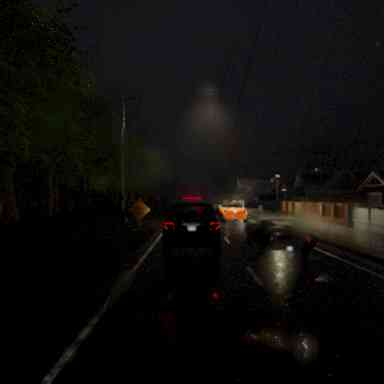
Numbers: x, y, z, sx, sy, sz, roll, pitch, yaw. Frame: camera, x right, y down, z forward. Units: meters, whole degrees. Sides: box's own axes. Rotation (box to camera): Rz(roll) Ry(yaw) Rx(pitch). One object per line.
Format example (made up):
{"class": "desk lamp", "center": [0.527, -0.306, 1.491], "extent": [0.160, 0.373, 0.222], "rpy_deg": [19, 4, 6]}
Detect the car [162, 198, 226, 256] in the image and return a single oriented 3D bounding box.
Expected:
{"class": "car", "center": [-0.002, 1.361, 14.017], "extent": [2.150, 2.045, 5.566], "rpy_deg": [0, 0, 0]}

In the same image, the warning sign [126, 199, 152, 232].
{"class": "warning sign", "center": [-3.056, 1.315, 19.264], "extent": [1.300, 1.860, 1.060], "rpy_deg": [0, -1, 0]}

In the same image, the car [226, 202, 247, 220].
{"class": "car", "center": [3.495, 1.652, 29.075], "extent": [2.097, 1.767, 4.553], "rpy_deg": [0, -1, 0]}

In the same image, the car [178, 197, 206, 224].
{"class": "car", "center": [-0.007, 1.518, 29.027], "extent": [2.150, 2.045, 5.566], "rpy_deg": [0, 0, 0]}

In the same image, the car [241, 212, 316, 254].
{"class": "car", "center": [3.498, 1.746, 14.115], "extent": [1.895, 1.301, 4.718], "rpy_deg": [0, -1, 0]}
